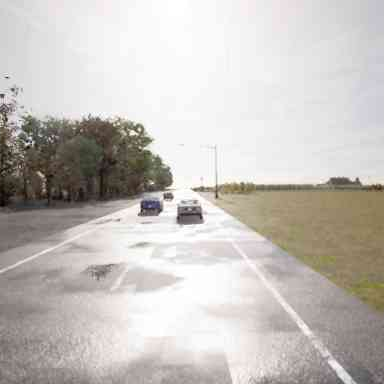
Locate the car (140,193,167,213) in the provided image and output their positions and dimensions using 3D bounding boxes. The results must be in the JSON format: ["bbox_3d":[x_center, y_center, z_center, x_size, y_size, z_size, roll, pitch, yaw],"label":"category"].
[{"bbox_3d":[-3.785,1.088,31.939,1.882,1.535,5.008,-1,1,-1],"label":"car"}]

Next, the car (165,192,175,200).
[{"bbox_3d":[-4.196,0.715,59.820,1.837,1.490,4.892,-1,0,-1],"label":"car"}]

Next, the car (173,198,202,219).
[{"bbox_3d":[-0.184,1.197,25.023,2.033,1.411,5.357,-1,1,-1],"label":"car"}]
